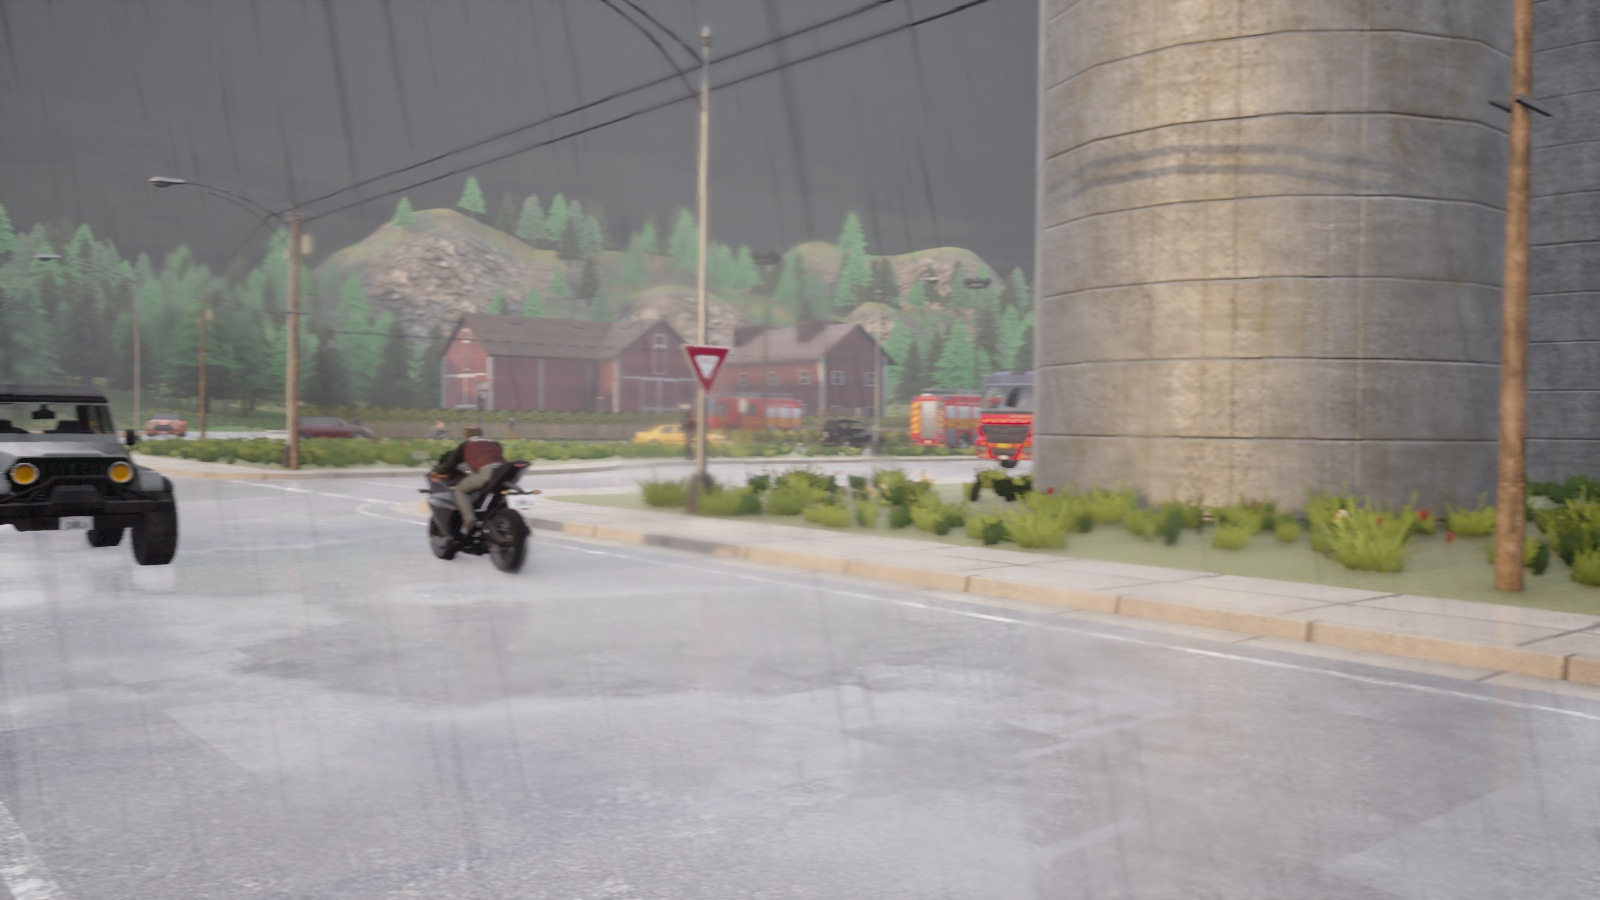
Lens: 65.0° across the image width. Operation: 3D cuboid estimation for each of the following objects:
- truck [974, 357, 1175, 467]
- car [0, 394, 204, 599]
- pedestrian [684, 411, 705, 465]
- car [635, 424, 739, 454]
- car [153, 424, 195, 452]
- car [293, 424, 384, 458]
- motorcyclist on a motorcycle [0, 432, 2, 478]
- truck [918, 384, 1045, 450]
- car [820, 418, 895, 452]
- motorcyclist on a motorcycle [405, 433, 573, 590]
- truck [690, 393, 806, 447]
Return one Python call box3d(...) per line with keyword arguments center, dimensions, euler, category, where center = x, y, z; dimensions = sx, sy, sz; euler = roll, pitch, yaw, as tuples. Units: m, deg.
box3d(center=(10.487, -1.418, 47.339), dimensions=(8.468, 3.827, 2.891), euler=(-2, 2, -41), category="truck")
box3d(center=(-7.976, 0.391, 13.488), dimensions=(1.905, 1.878, 3.866), euler=(-1, 2, -40), category="car")
box3d(center=(-3.855, -0.439, 45.801), dimensions=(0.402, 1.930, 0.666), euler=(0, 1, 39), category="pedestrian")
box3d(center=(-6.152, -0.587, 68.290), dimensions=(5.366, 1.575, 1.801), euler=(0, 1, 19), category="car")
box3d(center=(-42.712, -0.846, 85.734), dimensions=(2.097, 1.767, 4.553), euler=(-1, 2, -21), category="car")
box3d(center=(-25.605, -0.525, 69.681), dimensions=(4.553, 1.767, 2.097), euler=(-1, 2, -26), category="car")
box3d(center=(-27.512, 0.170, 42.309), dimensions=(0.797, 1.523, 2.044), euler=(-1, 1, -40), category="motorcyclist on a motorcycle")
box3d(center=(11.281, -2.035, 77.586), dimensions=(8.468, 3.827, 2.891), euler=(-2, 2, -40), category="truck")
box3d(center=(3.268, -0.868, 70.942), dimensions=(3.866, 1.878, 1.905), euler=(-2, 2, -35), category="car")
box3d(center=(-3.361, 0.590, 13.420), dimensions=(0.866, 1.530, 2.191), euler=(-1, 2, -39), category="motorcyclist on a motorcycle")
box3d(center=(-3.707, -2.197, 92.192), dimensions=(8.468, 3.827, 2.891), euler=(-1, 2, -40), category="truck")
